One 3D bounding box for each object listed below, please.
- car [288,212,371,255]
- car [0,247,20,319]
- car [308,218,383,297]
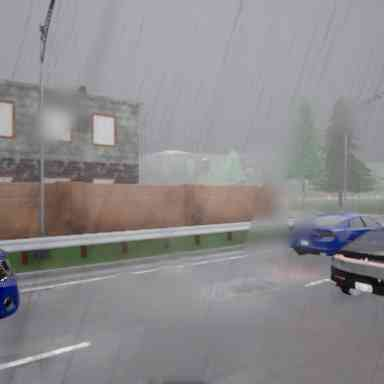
[{"bbox_3d":[5.611,1.470,12.047,5.008,1.535,1.882,0,0,-35],"label":"car"},{"bbox_3d":[-5.343,1.225,4.229,5.566,2.045,2.150,0,0,-36],"label":"car"},{"bbox_3d":[5.036,1.486,7.339,4.902,1.511,2.128,0,0,-35],"label":"car"}]
